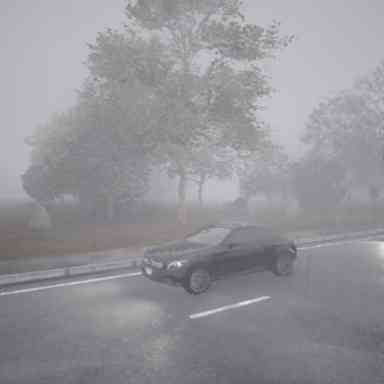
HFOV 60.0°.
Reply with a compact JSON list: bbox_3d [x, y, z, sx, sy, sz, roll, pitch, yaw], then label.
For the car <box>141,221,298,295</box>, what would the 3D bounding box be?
[{"bbox_3d":[0.922,1.555,8.946,4.674,1.442,1.812,0,0,-35],"label":"car"}]
